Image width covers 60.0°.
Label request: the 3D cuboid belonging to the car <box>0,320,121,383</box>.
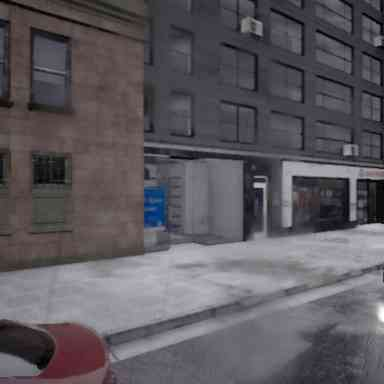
[{"bbox_3d":[-2.592,1.524,1.535,4.674,1.442,1.812,0,0,-35],"label":"car"}]
